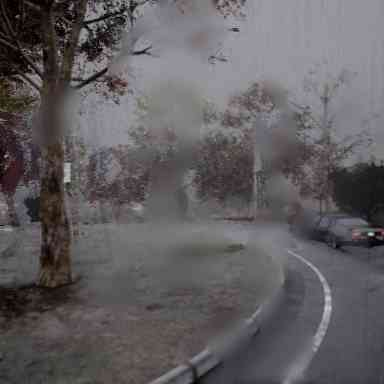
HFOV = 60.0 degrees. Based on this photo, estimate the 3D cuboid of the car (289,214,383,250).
[{"bbox_3d":[6.438,1.699,15.298,2.033,1.411,5.357,0,0,-11],"label":"car"}]
